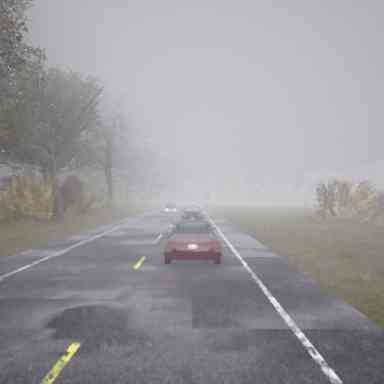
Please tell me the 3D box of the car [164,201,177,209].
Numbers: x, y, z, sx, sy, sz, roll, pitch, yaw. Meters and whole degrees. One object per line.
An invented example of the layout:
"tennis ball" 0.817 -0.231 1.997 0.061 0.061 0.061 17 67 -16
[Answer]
"car" -3.582 2.234 56.998 1.994 1.385 4.181 0 -1 0

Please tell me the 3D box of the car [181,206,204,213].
"car" 0.040 1.862 28.001 1.812 1.442 4.674 0 0 0

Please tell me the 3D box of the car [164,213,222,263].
"car" 0.044 1.718 12.583 1.994 1.385 4.181 0 -1 0
